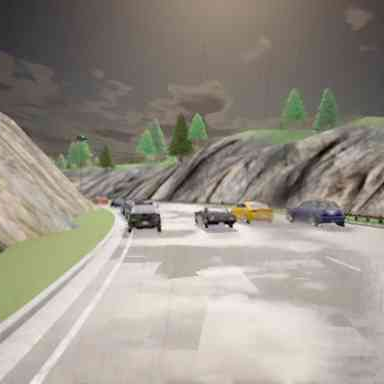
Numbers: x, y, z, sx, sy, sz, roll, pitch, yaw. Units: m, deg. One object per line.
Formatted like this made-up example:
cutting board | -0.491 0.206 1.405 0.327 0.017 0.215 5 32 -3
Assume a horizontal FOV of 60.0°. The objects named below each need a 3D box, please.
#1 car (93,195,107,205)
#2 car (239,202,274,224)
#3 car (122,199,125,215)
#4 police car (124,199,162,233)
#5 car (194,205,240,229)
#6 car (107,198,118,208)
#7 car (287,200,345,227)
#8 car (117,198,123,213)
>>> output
car | -17.029 1.419 62.020 2.097 1.767 4.553 0 0 -29
car | 4.367 1.485 24.865 1.882 1.535 5.008 0 0 -11
car | -4.836 1.532 29.138 1.837 1.490 4.892 0 0 -14
police car | -2.915 1.442 20.184 1.930 1.638 5.238 0 0 -10
car | 1.383 1.611 22.080 1.895 1.301 4.718 0 0 -10
car | -11.036 1.613 50.287 1.994 1.385 4.181 0 0 -25
car | 8.327 1.351 22.760 2.097 1.767 4.553 0 0 -10
car | -6.322 1.510 34.497 1.882 1.535 5.008 0 0 -17
